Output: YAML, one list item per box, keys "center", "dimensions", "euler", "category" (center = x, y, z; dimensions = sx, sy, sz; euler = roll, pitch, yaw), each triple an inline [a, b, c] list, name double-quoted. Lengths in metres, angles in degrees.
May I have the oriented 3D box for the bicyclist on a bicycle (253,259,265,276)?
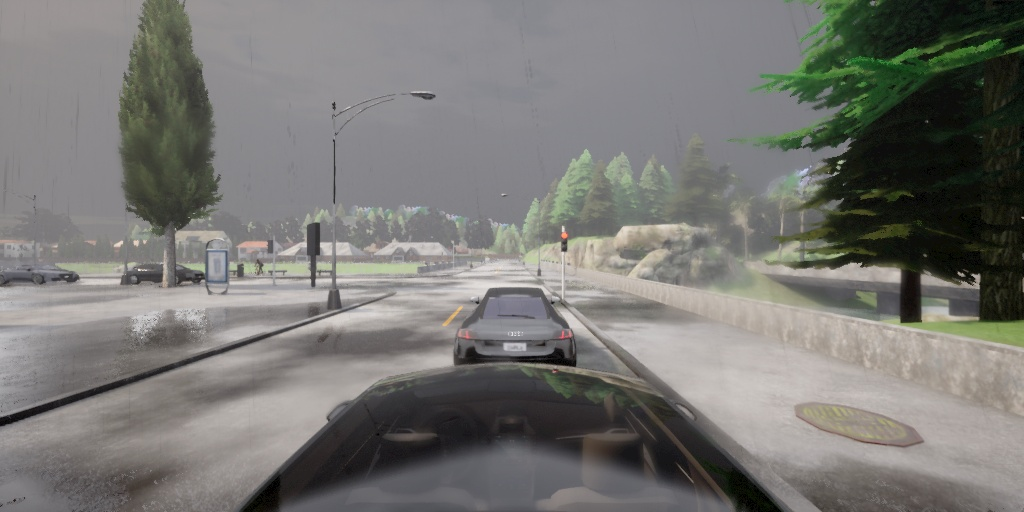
- center: [-24.100, 1.095, 34.130]
  dimensions: [0.582, 1.620, 1.656]
  euler: [0, 0, 0]
  category: "bicyclist on a bicycle"

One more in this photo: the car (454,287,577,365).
- center: [0.063, 1.313, 7.307]
  dimensions: [1.994, 1.385, 4.181]
  euler: [0, 0, 0]
  category: "car"

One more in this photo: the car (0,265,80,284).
- center: [-33.957, 1.311, 25.740]
  dimensions: [4.181, 1.385, 1.994]
  euler: [0, 0, 0]
  category: "car"

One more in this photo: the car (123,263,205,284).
- center: [-24.834, 1.252, 25.732]
  dimensions: [4.892, 1.490, 1.837]
  euler: [0, 0, 0]
  category: "car"
